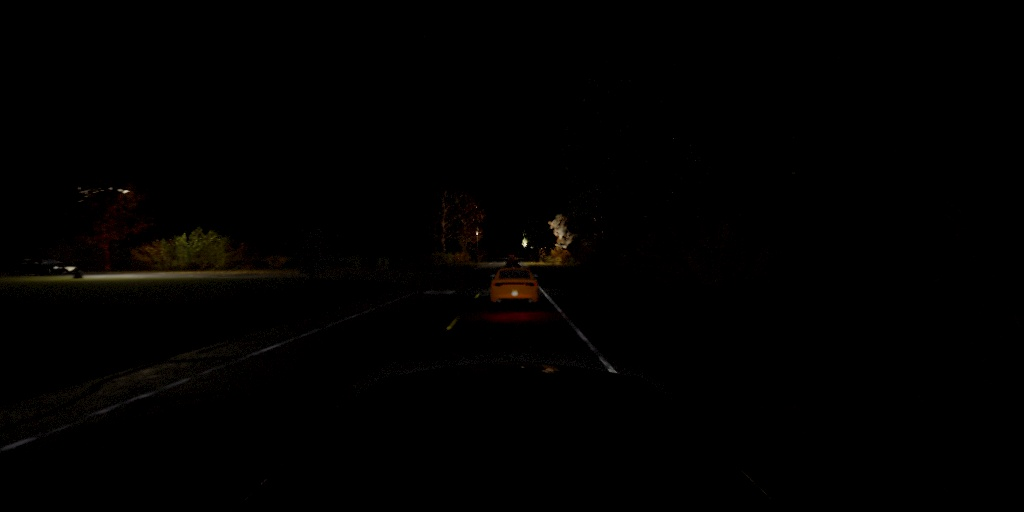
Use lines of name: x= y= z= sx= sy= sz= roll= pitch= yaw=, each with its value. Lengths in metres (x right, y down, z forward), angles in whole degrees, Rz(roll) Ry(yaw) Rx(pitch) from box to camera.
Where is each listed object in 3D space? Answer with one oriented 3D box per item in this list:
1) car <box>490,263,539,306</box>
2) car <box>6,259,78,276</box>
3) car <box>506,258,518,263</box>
car: x=0.102 y=1.231 z=15.713 sx=1.882 sy=1.535 sz=5.008 roll=0 pitch=0 yaw=0
car: x=-42.176 y=0.995 z=32.261 sx=4.902 sy=1.511 sz=2.128 roll=0 pitch=0 yaw=-1
car: x=0.100 y=1.300 z=45.305 sx=1.994 sy=1.385 sz=4.181 roll=0 pitch=0 yaw=0
